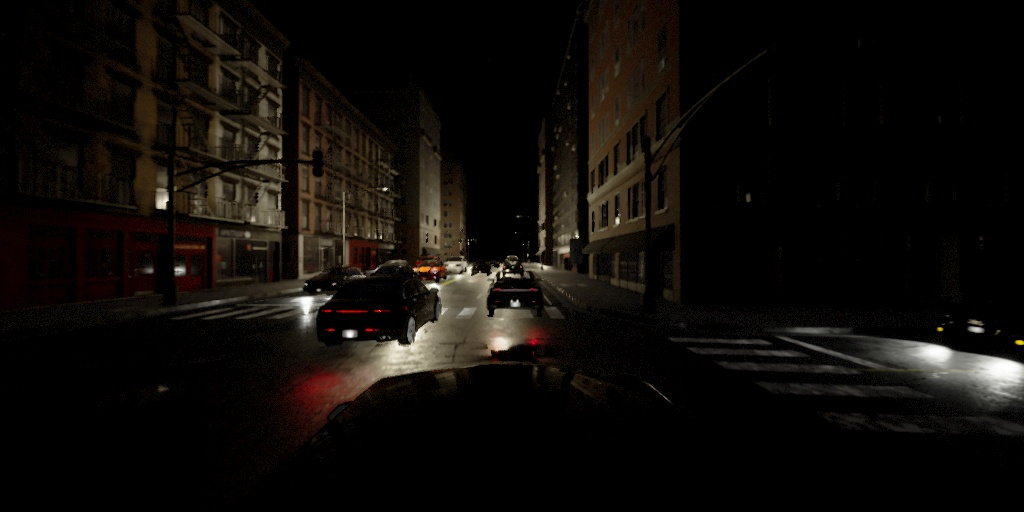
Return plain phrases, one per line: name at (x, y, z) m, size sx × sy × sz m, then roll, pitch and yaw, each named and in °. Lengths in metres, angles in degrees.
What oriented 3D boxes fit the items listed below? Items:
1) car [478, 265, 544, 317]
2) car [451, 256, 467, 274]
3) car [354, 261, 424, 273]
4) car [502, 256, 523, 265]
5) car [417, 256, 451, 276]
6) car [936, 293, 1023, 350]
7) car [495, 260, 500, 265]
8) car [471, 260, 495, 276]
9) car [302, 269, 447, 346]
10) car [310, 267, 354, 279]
car at (0.101, 1.257, 13.366) m, size 2.128 × 1.511 × 4.902 m, roll 0°, pitch 0°, yaw 0°
car at (-6.589, 1.025, 42.158) m, size 2.150 × 2.045 × 5.566 m, roll 0°, pitch 0°, yaw 0°
car at (-6.600, 1.258, 19.947) m, size 1.882 × 1.535 × 5.008 m, roll 0°, pitch 0°, yaw 0°
car at (0.095, 1.140, 36.628) m, size 2.097 × 1.767 × 4.553 m, roll 0°, pitch 0°, yaw 0°
car at (-6.597, 1.142, 28.973) m, size 2.097 × 1.767 × 4.553 m, roll 0°, pitch 0°, yaw 0°
car at (12.812, 1.558, 8.360) m, size 4.181 × 1.385 × 1.994 m, roll 1°, pitch 0°, yaw 0°
car at (-3.175, 1.384, 61.924) m, size 1.994 × 1.385 × 4.181 m, roll 0°, pitch 0°, yaw 0°
car at (-3.156, 1.299, 37.685) m, size 1.837 × 1.490 × 4.892 m, roll 0°, pitch 0°, yaw 0°
car at (-3.152, 1.267, 9.393) m, size 1.837 × 1.490 × 4.892 m, roll 0°, pitch 0°, yaw 0°
car at (-9.883, 1.333, 20.767) m, size 2.033 × 1.411 × 5.357 m, roll 0°, pitch 0°, yaw -3°
